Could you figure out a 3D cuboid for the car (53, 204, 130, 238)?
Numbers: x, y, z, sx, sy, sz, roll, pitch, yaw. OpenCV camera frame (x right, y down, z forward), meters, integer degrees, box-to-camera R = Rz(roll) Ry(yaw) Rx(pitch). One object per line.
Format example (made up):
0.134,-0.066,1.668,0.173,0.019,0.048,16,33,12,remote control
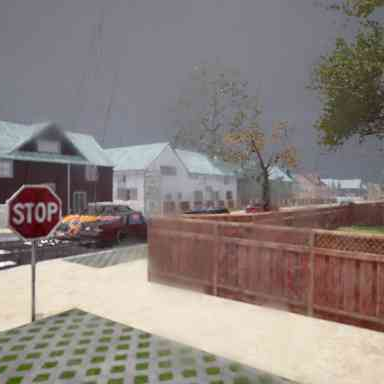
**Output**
-4.942,1.446,17.676,2.097,1.767,4.553,0,0,37,car

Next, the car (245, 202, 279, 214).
7.149,1.766,33.816,1.882,1.535,5.008,0,0,37,car

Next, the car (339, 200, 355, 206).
24.163,2.015,51.642,2.128,1.511,4.902,0,0,36,car

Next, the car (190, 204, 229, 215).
1.059,1.683,25.697,2.128,1.511,4.902,0,0,37,car

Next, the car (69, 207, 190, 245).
-2.803,1.651,16.145,2.033,1.411,5.357,0,0,42,car
